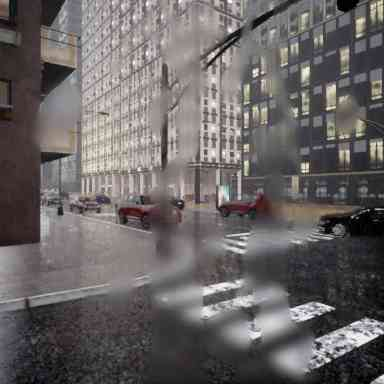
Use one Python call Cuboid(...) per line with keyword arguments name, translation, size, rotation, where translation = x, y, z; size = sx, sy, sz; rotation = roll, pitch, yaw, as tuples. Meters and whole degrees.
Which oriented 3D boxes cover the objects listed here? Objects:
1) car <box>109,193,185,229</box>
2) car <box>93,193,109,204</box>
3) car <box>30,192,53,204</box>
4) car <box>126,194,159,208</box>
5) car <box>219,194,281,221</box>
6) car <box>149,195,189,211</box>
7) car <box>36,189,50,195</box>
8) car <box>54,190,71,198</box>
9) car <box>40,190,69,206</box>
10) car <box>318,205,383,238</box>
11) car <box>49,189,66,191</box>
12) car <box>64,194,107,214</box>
Cuboid(name="car", translation=(-2.610, 1.009, 19.278), size=(2.192, 1.841, 5.009), rotation=(2, 0, -36))
Cuboid(name="car", translation=(-11.940, 0.824, 41.926), size=(1.994, 1.385, 4.181), rotation=(0, 1, -36))
Cuboid(name="car", translation=(-18.922, 0.753, 41.707), size=(1.802, 1.307, 4.206), rotation=(2, 0, -36))
Cuboid(name="car", translation=(-5.660, 0.968, 37.716), size=(1.947, 1.339, 4.313), rotation=(1, 0, -36))
Cuboid(name="car", translation=(4.132, 1.029, 24.255), size=(2.192, 1.841, 5.009), rotation=(1, 0, -36))
Cuboid(name="car", translation=(-2.398, 1.072, 33.229), size=(1.947, 1.339, 4.313), rotation=(1, 0, -36))
Cuboid(name="car", translation=(-35.016, -0.009, 78.097), size=(1.887, 1.381, 4.507), rotation=(1, 0, -36))
Cuboid(name="car", translation=(-25.231, 0.312, 64.637), size=(1.887, 1.381, 4.507), rotation=(1, 0, -36))
Cuboid(name="car", translation=(-15.661, 0.828, 37.222), size=(2.008, 1.369, 4.403), rotation=(2, 0, -36))
Cuboid(name="car", translation=(8.481, 1.395, 15.545), size=(4.892, 1.490, 1.837), rotation=(1, 4, 21))
Cuboid(name="car", translation=(-22.111, 0.435, 55.915), size=(1.837, 1.490, 4.892), rotation=(0, 1, -36))
Cuboid(name="car", translation=(-9.139, 1.068, 28.250), size=(1.802, 1.307, 4.206), rotation=(2, 0, -36))
